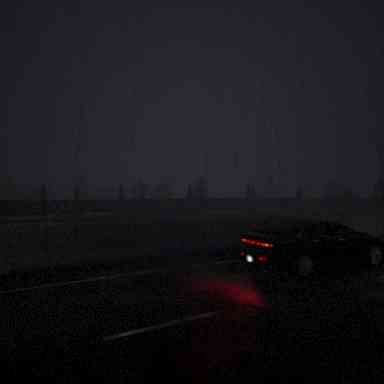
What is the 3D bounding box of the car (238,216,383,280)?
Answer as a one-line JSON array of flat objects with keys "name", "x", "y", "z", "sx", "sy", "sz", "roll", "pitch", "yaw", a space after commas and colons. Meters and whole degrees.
[{"name": "car", "x": 3.664, "y": 1.496, "z": 9.861, "sx": 4.892, "sy": 1.490, "sz": 1.837, "roll": 0, "pitch": 0, "yaw": -28}]
